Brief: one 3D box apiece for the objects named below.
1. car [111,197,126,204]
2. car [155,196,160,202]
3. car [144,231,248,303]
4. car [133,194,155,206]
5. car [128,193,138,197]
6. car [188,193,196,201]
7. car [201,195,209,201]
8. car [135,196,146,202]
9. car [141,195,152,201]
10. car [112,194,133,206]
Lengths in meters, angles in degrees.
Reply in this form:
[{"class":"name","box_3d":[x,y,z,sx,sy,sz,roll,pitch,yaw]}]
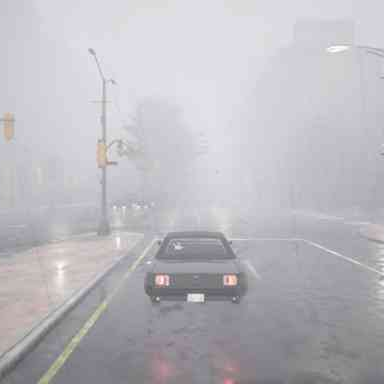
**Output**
[{"class":"car","box_3d":[-14.749,1.595,66.814,1.895,1.301,4.718,0,0,0]},{"class":"car","box_3d":[-8.029,1.564,65.742,1.994,1.385,4.181,0,0,1]},{"class":"car","box_3d":[0.075,1.601,8.160,1.895,1.301,4.718,0,0,0]},{"class":"car","box_3d":[-8.088,1.547,56.506,2.033,1.411,5.357,0,0,0]},{"class":"car","box_3d":[-11.537,1.221,64.520,2.150,2.045,5.566,0,0,1]},{"class":"car","box_3d":[0.000,1.540,85.800,2.033,1.411,5.357,0,0,0]},{"class":"car","box_3d":[3.500,1.595,86.978,1.895,1.301,4.718,0,0,0]},{"class":"car","box_3d":[-11.500,1.552,74.403,1.994,1.385,4.181,0,0,0]},{"class":"car","box_3d":[-11.500,1.525,84.637,2.128,1.511,4.902,0,0,0]},{"class":"car","box_3d":[-11.588,1.525,55.107,1.812,1.442,4.674,0,0,0]}]
